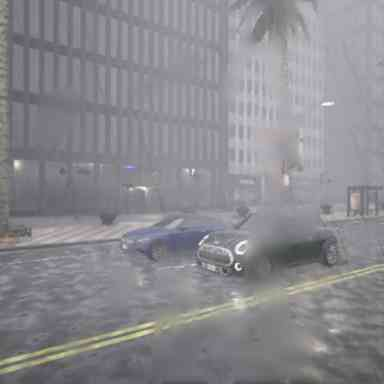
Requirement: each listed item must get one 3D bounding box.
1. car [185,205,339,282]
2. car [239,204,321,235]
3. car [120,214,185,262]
[{"bbox_3d":[2.334,1.378,9.958,4.553,1.767,2.097,0,0,-36],"label":"car"},{"bbox_3d":[5.387,1.536,20.104,4.892,1.521,2.231,0,0,-35],"label":"car"},{"bbox_3d":[-0.328,1.549,12.358,4.674,1.442,1.812,0,0,-36],"label":"car"}]
